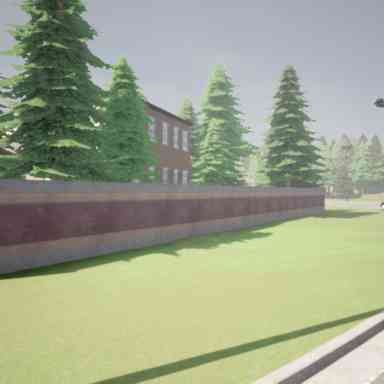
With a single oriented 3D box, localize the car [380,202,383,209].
[{"bbox_3d":[25.199,1.483,40.693,1.837,1.490,4.892,0,0,-6],"label":"car"}]
